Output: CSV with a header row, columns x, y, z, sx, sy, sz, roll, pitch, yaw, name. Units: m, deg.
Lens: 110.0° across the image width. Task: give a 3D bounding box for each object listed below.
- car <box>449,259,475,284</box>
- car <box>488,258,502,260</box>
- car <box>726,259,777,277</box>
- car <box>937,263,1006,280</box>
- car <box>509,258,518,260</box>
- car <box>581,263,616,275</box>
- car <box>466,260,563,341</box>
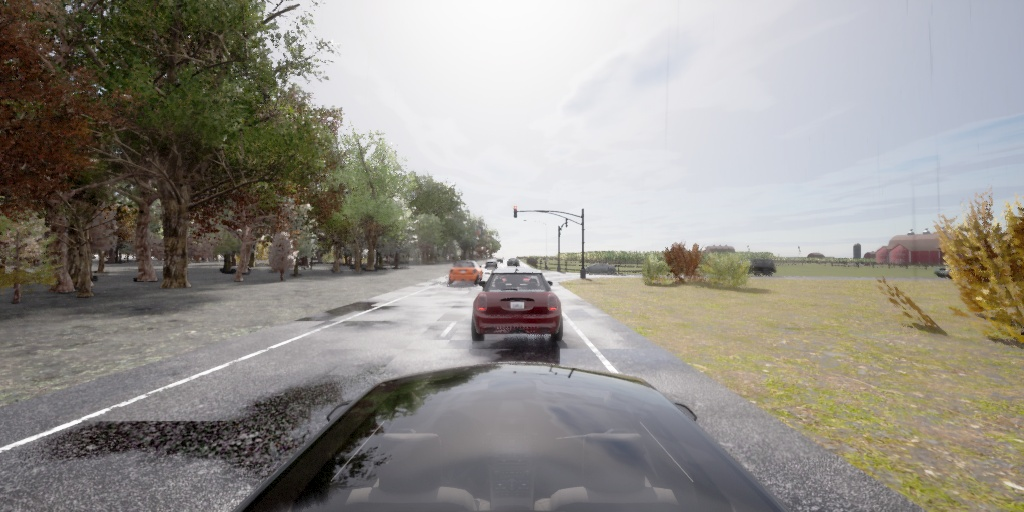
x,y,z,sx,sy,sz,roll,pitch,yaw,name
-3.355,1.107,26.763,2.097,1.767,4.553,0,0,0,car
-3.298,1.247,59.496,2.128,1.511,4.902,0,0,0,car
27.319,1.326,41.353,5.566,2.045,2.150,1,-1,0,car
48.571,1.768,37.579,4.902,1.511,2.128,1,-1,1,car
0.223,1.106,62.102,2.097,1.767,4.553,0,0,0,car
10.097,1.492,42.112,4.181,1.385,1.994,1,-1,10,car
0.110,1.104,10.017,2.097,1.767,4.553,0,0,0,car
